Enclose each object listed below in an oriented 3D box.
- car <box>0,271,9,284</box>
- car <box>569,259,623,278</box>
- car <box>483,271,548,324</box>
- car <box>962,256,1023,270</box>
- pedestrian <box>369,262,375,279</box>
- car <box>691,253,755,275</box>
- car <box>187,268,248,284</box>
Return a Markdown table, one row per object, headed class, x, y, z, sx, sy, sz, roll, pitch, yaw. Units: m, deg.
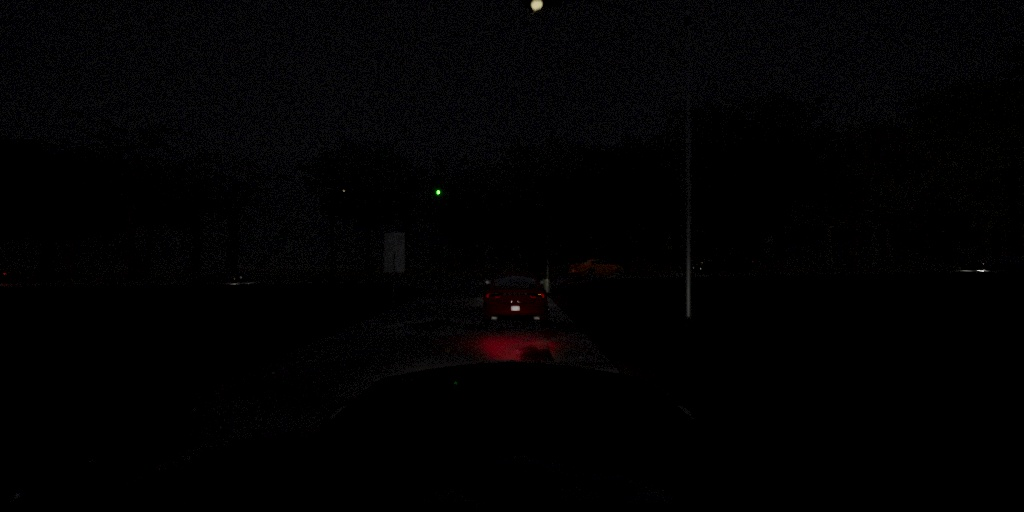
| class | x | y | z | sx | sy | sz | roll | pitch | yaw |
| --- | --- | --- | --- | --- | --- | --- | --- | --- | --- |
| car | -52.106 | 1.987 | 34.797 | 4.902 | 1.511 | 2.128 | 0 | -2 | 1 |
| car | 7.090 | 1.039 | 30.057 | 5.008 | 1.535 | 1.882 | 0 | -4 | -29 |
| car | 0.097 | 1.256 | 12.092 | 1.882 | 1.535 | 5.008 | 0 | 0 | 0 |
| car | 47.327 | 0.678 | 34.751 | 5.357 | 1.411 | 2.033 | -1 | -2 | 1 |
| pedestrian | -15.107 | 1.554 | 38.741 | 0.375 | 1.860 | 0.375 | 0 | -1 | 0 |
| car | 20.387 | 0.759 | 34.822 | 5.566 | 2.045 | 2.150 | -1 | -2 | 1 |
| car | -25.503 | 1.690 | 31.143 | 4.181 | 1.385 | 1.994 | -1 | -2 | 0 |
